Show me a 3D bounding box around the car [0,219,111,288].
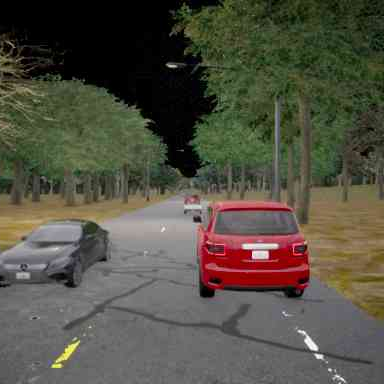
[{"bbox_3d":[-3.590,1.527,9.400,1.812,1.442,4.674,0,0,0],"label":"car"}]

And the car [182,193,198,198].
[{"bbox_3d":[0.064,1.190,45.832,2.150,2.045,5.566,0,0,0],"label":"car"}]

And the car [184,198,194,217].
[{"bbox_3d":[0.104,1.590,35.867,1.895,1.301,4.718,0,0,0],"label":"car"}]

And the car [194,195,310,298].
[{"bbox_3d":[1.235,1.226,8.679,2.150,2.045,5.566,0,0,0],"label":"car"}]
